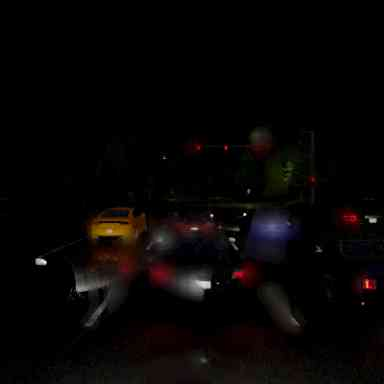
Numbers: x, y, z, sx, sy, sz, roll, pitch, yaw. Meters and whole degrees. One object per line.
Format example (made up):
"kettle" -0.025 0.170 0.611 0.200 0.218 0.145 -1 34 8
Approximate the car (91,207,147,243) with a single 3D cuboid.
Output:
"car" -3.397 1.470 16.183 1.882 1.535 5.008 0 0 0

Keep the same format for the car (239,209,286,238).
"car" 3.604 1.556 16.822 1.994 1.385 4.181 0 0 0

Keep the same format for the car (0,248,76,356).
"car" -3.404 1.562 5.220 1.994 1.385 4.181 0 0 0

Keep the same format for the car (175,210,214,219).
"car" 0.104 1.557 16.117 1.994 1.385 4.181 0 0 0

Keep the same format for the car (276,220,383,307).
"car" 3.602 1.597 7.903 1.895 1.301 4.718 0 0 0

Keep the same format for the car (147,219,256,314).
"car" 0.116 1.560 7.713 1.994 1.385 4.181 0 0 -1

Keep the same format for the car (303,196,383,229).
"car" 7.104 1.215 15.747 2.150 2.045 5.566 0 0 0
